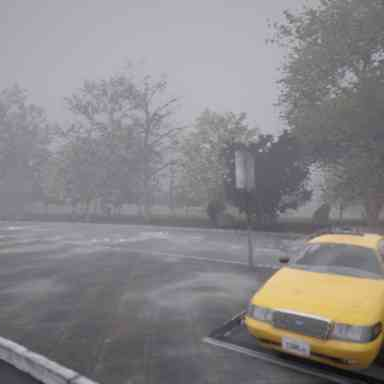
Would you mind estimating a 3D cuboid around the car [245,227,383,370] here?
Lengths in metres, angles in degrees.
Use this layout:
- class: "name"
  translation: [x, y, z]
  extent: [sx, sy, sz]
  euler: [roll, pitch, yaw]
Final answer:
- class: "car"
  translation: [2.767, 1.466, 6.071]
  extent: [1.946, 1.575, 5.366]
  euler: [-1, 0, 36]
